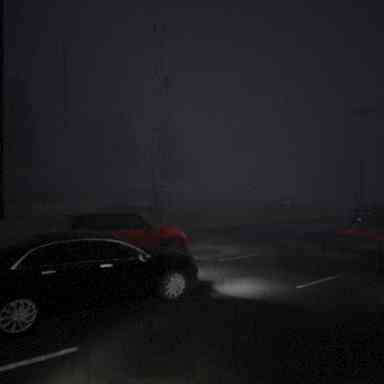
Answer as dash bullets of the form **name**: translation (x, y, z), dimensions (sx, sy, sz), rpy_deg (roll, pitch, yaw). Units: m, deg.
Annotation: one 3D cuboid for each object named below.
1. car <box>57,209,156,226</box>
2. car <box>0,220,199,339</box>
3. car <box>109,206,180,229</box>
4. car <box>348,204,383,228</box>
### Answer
- **car**: translation (-2.304, 1.400, 10.869), dimensions (4.553, 1.767, 2.097), rpy_deg (0, 0, -37)
- **car**: translation (-2.081, 1.535, 6.671), dimensions (4.892, 1.490, 1.837), rpy_deg (0, 0, -36)
- **car**: translation (-3.274, 1.704, 23.560), dimensions (4.718, 1.301, 1.895), rpy_deg (0, 0, -39)
- **car**: translation (12.711, 1.591, 23.294), dimensions (4.902, 1.511, 2.128), rpy_deg (0, 0, -42)
